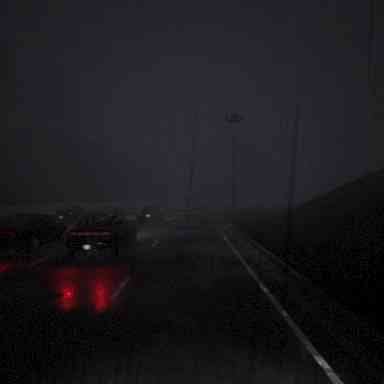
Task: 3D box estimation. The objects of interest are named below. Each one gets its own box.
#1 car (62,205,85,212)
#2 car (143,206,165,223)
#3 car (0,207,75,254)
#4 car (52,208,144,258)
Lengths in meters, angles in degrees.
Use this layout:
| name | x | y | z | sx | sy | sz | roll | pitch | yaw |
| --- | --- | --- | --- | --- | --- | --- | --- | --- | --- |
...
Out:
| name | x | y | z | sx | sy | sz | roll | pitch | yaw |
| --- | --- | --- | --- | --- | --- | --- | --- | --- | --- |
| car | -10.425 | 1.840 | 28.884 | 1.812 | 1.442 | 4.674 | 0 | 0 | 1 |
| car | -3.440 | 1.874 | 28.418 | 1.994 | 1.385 | 4.181 | 0 | -1 | 1 |
| car | -6.972 | 1.633 | 14.220 | 1.882 | 1.535 | 5.008 | 0 | 0 | 0 |
| car | -3.479 | 1.641 | 13.483 | 2.128 | 1.511 | 4.902 | 0 | 0 | 0 |
